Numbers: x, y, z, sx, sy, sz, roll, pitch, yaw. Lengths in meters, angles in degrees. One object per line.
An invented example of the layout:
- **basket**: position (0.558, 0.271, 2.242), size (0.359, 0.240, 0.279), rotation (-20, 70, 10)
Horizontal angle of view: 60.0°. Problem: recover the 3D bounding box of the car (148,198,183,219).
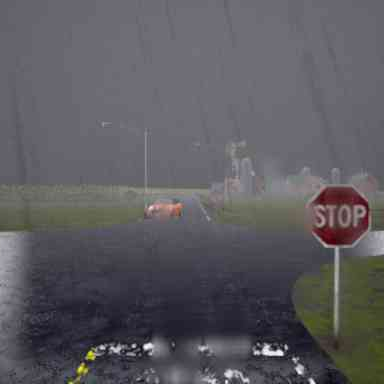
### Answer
- **car**: position (-2.244, 1.312, 28.690), size (2.097, 1.767, 4.553), rotation (0, 0, 11)
